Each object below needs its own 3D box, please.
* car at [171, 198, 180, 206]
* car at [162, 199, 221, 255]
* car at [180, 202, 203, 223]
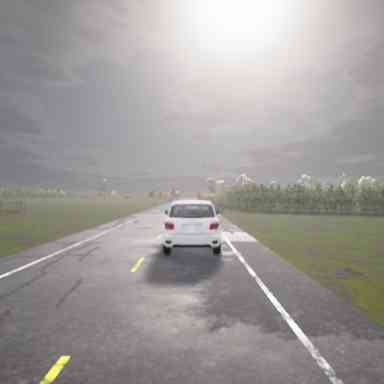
[{"bbox_3d":[-3.529,2.144,71.674,1.882,1.535,5.008,0,-1,0],"label":"car"},{"bbox_3d":[-0.005,1.351,14.035,2.150,2.045,5.566,0,0,0],"label":"car"},{"bbox_3d":[-0.007,1.758,29.477,1.882,1.535,5.008,0,0,0],"label":"car"}]
